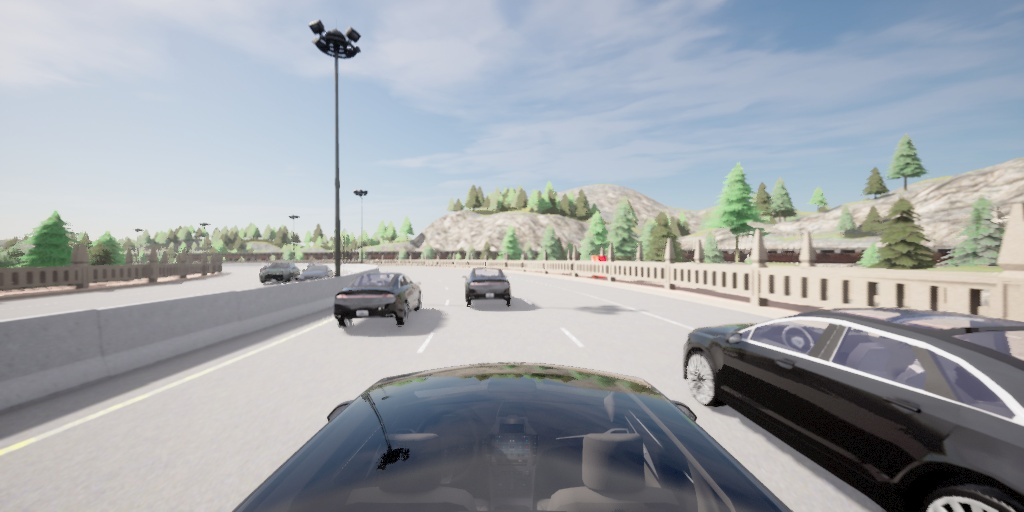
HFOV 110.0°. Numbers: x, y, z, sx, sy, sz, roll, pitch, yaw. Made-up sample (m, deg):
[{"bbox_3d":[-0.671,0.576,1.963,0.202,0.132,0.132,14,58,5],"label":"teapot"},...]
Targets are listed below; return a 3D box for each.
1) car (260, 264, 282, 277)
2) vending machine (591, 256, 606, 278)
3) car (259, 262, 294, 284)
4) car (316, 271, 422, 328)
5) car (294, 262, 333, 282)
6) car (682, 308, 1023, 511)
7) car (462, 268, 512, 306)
[{"bbox_3d":[-29.028,1.699,43.303,1.895,1.301,4.718,0,0,-30],"label":"car"},{"bbox_3d":[7.425,0.954,30.768,1.100,2.100,0.880,0,0,-15],"label":"vending machine"},{"bbox_3d":[-19.000,1.291,29.539,2.097,1.767,4.553,0,0,-20],"label":"car"},{"bbox_3d":[-4.142,1.279,11.706,2.128,1.511,4.902,0,0,-6],"label":"car"},{"bbox_3d":[-14.472,1.420,26.856,1.812,1.442,4.674,0,0,-17],"label":"car"},{"bbox_3d":[3.414,1.228,3.305,2.128,1.511,4.902,0,0,-1],"label":"car"},{"bbox_3d":[-1.159,1.271,15.903,2.128,1.511,4.902,0,0,-8],"label":"car"}]
